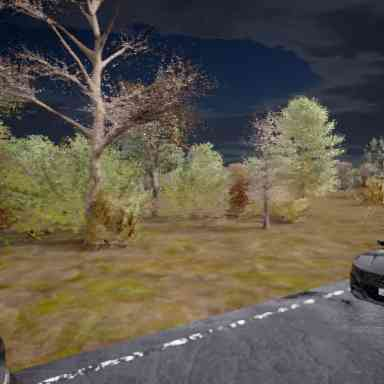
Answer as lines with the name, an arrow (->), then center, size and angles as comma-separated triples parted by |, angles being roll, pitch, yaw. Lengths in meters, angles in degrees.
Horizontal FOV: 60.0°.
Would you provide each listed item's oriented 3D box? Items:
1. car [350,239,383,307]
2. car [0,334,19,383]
car -> 5.393, 1.471, 7.181 | 5.008, 1.535, 1.882 | 0, 0, -35
car -> -3.267, 1.485, 1.077 | 4.902, 1.511, 2.128 | 0, 0, -35
